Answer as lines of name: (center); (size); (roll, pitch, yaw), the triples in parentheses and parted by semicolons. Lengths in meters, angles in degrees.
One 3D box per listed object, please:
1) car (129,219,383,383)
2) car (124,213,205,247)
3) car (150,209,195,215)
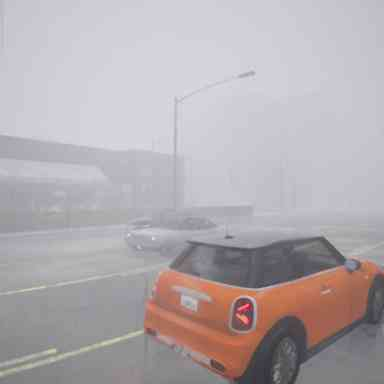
car: (1.511, 1.419, 5.568); (4.553, 1.767, 2.097); (1, -1, -43)
car: (-0.399, 1.735, 13.695); (1.895, 1.301, 4.718); (0, -1, 44)
car: (-1.263, 1.660, 17.873); (2.128, 1.511, 4.902); (0, -1, 43)
